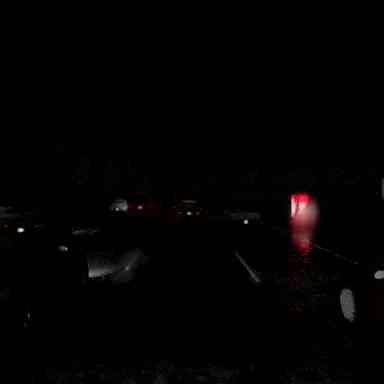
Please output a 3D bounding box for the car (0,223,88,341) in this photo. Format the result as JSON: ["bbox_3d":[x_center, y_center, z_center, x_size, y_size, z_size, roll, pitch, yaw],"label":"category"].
[{"bbox_3d":[-3.531,1.561,6.505,1.994,1.385,4.181,0,0,0],"label":"car"}]

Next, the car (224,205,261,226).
[{"bbox_3d":[3.304,1.557,22.779,1.895,1.301,4.718,0,0,-1],"label":"car"}]

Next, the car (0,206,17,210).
[{"bbox_3d":[-10.648,1.519,18.917,1.812,1.442,4.674,0,0,-1],"label":"car"}]

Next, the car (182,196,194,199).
[{"bbox_3d":[-0.455,1.286,41.589,2.097,1.767,4.553,0,0,-1],"label":"car"}]

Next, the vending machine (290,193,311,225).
[{"bbox_3d":[7.276,1.143,22.382,1.100,2.100,0.880,0,0,-1],"label":"vending machine"}]

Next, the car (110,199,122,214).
[{"bbox_3d":[-7.364,1.486,34.939,1.812,1.442,4.674,0,0,-1],"label":"car"}]

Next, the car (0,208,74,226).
[{"bbox_3d":[-7.112,1.555,15.813,1.994,1.385,4.181,0,0,-1],"label":"car"}]

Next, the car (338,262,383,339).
[{"bbox_3d":[3.529,1.463,3.931,1.882,1.535,5.008,0,0,0],"label":"car"}]

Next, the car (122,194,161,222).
[{"bbox_3d":[-3.748,1.187,26.477,2.150,2.045,5.566,0,0,-1],"label":"car"}]

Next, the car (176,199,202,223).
[{"bbox_3d":[-0.228,1.508,25.103,2.033,1.411,5.357,0,0,-1],"label":"car"}]
